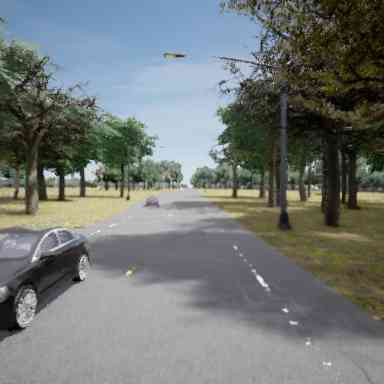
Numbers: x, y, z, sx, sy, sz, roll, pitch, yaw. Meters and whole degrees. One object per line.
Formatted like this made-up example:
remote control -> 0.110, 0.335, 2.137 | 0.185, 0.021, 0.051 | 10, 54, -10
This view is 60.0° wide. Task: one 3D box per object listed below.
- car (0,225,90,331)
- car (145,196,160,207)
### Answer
car -> -3.602, 1.492, 6.918 | 2.128, 1.511, 4.902 | 0, 0, 0
car -> -5.566, 1.292, 46.786 | 1.812, 1.442, 4.674 | 0, 1, -7
